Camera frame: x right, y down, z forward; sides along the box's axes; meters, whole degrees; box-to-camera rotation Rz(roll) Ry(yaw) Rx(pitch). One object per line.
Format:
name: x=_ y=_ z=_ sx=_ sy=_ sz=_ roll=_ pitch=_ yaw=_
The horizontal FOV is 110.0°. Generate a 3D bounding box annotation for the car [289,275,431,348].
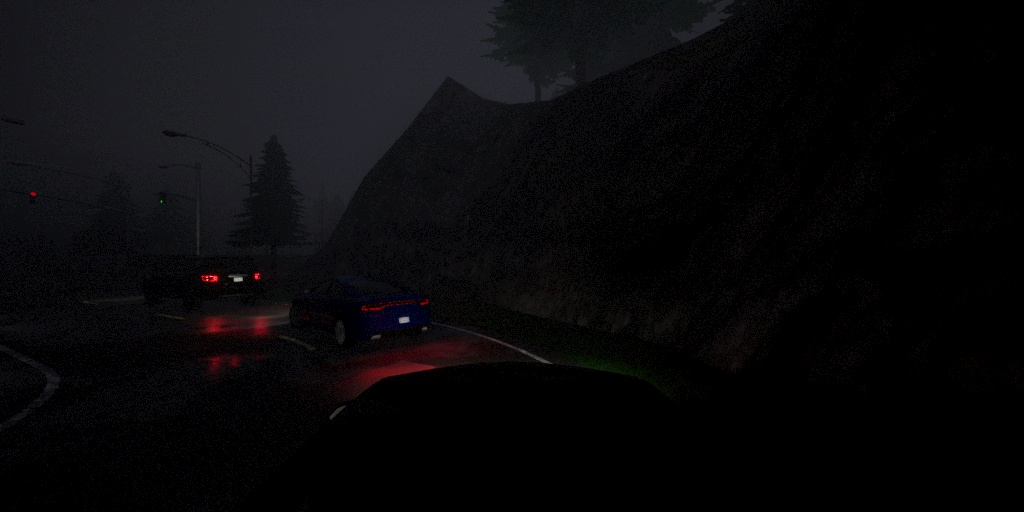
car: x=-4.129 y=1.228 z=9.418 sx=5.008 sy=1.535 sz=1.882 roll=0 pitch=0 yaw=43

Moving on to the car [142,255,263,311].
car: x=-12.648 y=0.971 z=14.647 sx=5.566 sy=2.045 sz=2.150 roll=0 pitch=0 yaw=27
